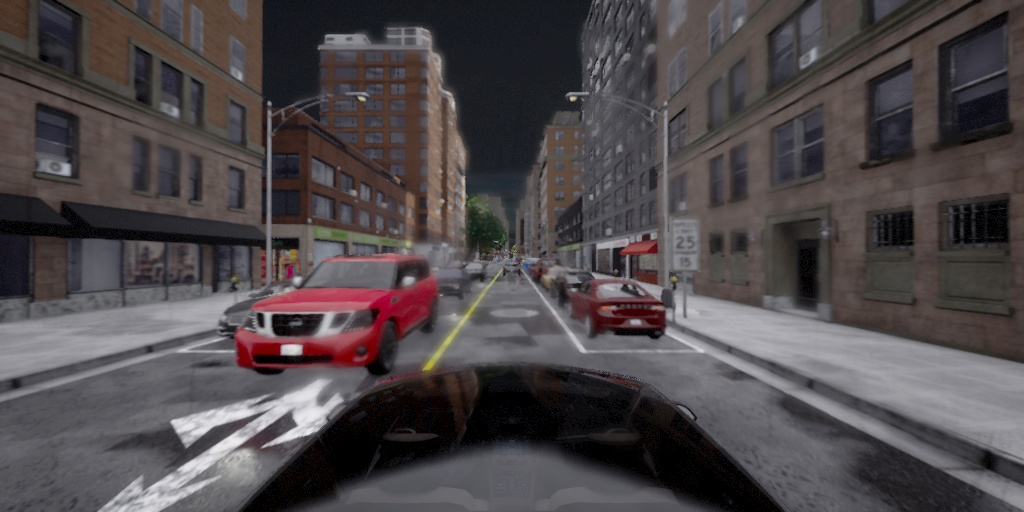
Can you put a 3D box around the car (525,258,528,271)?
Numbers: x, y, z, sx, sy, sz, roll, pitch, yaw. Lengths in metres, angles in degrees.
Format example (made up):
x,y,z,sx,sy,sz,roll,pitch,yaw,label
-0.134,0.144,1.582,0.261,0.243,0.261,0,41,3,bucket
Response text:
x,y,z,sx,sy,sz,roll,pitch,yaw,label
2.656,1.222,37.500,1.967,1.591,4.097,0,0,0,car

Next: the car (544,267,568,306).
x,y,z,sx,sy,sz,roll,pitch,yaw,label
2.665,1.318,15.472,1.948,1.339,4.313,0,0,0,car

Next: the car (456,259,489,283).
x,y,z,sx,sy,sz,roll,pitch,yaw,label
-3.008,1.246,28.541,1.882,1.535,5.008,0,0,0,car

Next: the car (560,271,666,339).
x,y,z,sx,sy,sz,roll,pitch,yaw,label
2.667,1.295,9.966,1.888,1.381,4.507,0,0,0,car

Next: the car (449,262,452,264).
x,y,z,sx,sy,sz,roll,pitch,yaw,label
-5.865,1.347,26.489,1.802,1.307,4.207,0,0,0,car

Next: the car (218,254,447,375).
x,y,z,sx,sy,sz,roll,pitch,yaw,label
-3.099,0.973,7.843,2.150,2.045,5.566,0,0,0,car

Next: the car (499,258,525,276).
x,y,z,sx,sy,sz,roll,pitch,yaw,label
-0.012,1.275,37.679,2.128,1.511,4.902,0,0,0,car

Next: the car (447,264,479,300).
x,y,z,sx,sy,sz,roll,pitch,yaw,label
-3.077,1.303,18.172,2.033,1.411,5.357,0,0,0,car

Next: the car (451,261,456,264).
x,y,z,sx,sy,sz,roll,pitch,yaw,label
-5.870,1.224,37.506,1.967,1.591,4.097,0,0,0,car

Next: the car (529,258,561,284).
x,y,z,sx,sy,sz,roll,pitch,yaw,label
2.660,1.078,26.486,2.192,1.841,5.009,0,0,0,car

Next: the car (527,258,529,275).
x,y,z,sx,sy,sz,roll,pitch,yaw,label
2.658,1.212,31.994,1.967,1.591,4.097,0,0,0,car

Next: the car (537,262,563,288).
x,y,z,sx,sy,sz,roll,pitch,yaw,label
2.662,1.283,21.149,1.751,1.417,4.829,0,0,0,car
